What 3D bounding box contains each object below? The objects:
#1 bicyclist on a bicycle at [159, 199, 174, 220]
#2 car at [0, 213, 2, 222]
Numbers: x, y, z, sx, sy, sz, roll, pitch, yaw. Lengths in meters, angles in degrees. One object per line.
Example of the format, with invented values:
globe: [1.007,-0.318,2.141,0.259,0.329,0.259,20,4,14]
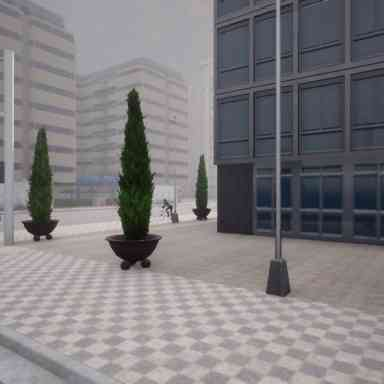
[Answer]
bicyclist on a bicycle: [-1.975,1.356,25.864,1.656,1.620,0.582,0,0,35]
car: [-15.221,1.536,21.742,1.882,1.535,5.008,0,0,39]
